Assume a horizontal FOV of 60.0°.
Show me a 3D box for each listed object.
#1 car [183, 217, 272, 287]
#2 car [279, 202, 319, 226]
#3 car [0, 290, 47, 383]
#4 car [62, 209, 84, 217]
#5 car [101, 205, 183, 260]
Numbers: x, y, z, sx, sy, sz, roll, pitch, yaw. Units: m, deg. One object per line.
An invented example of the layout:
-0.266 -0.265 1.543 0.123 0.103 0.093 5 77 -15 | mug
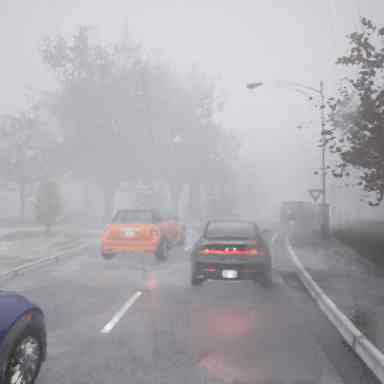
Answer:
1.115 1.444 9.232 1.837 1.490 4.892 0 0 8 | car
9.713 1.905 29.545 2.150 2.045 5.566 -2 -4 39 | car
-2.893 1.341 2.234 2.097 1.767 4.553 0 0 3 | car
-21.620 3.650 56.752 4.902 1.511 2.128 3 -5 -43 | car
-1.589 1.311 12.438 2.097 1.767 4.553 -1 0 10 | car
